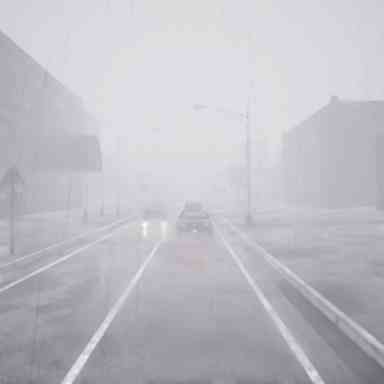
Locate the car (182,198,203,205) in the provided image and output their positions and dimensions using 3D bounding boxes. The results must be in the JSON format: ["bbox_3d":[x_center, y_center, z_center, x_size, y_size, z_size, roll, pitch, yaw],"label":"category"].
[{"bbox_3d":[0.154,1.538,37.031,1.882,1.535,5.008,0,0,0],"label":"car"}]

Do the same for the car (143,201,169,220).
[{"bbox_3d":[-3.056,1.561,29.111,1.882,1.535,5.008,0,0,0],"label":"car"}]

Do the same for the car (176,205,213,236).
[{"bbox_3d":[0.126,1.659,18.781,1.895,1.301,4.718,0,0,0],"label":"car"}]

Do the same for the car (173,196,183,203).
[{"bbox_3d":[-2.893,1.559,70.100,1.994,1.385,4.181,0,0,0],"label":"car"}]
